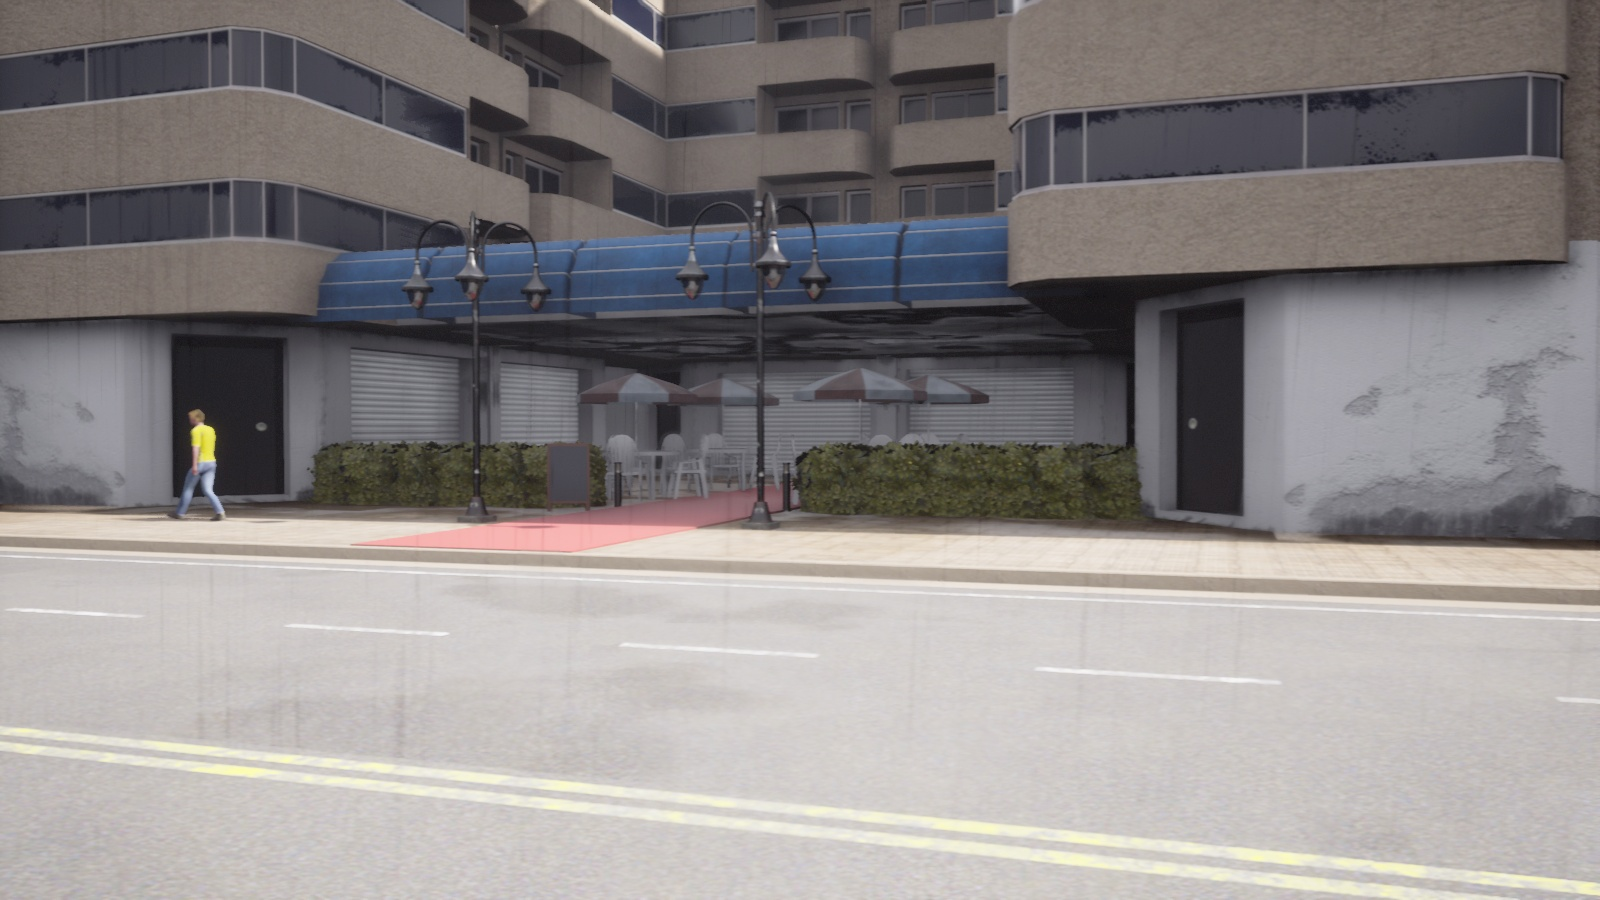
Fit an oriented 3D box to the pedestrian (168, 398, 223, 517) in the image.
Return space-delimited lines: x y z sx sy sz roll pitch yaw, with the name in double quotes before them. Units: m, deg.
"pedestrian" -9.472 0.106 19.675 0.706 1.836 0.354 1 1 15
